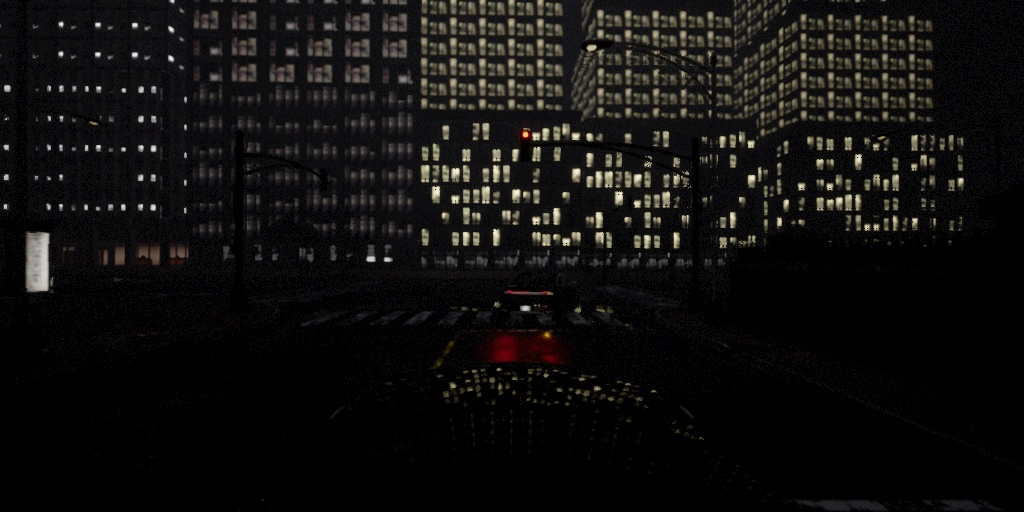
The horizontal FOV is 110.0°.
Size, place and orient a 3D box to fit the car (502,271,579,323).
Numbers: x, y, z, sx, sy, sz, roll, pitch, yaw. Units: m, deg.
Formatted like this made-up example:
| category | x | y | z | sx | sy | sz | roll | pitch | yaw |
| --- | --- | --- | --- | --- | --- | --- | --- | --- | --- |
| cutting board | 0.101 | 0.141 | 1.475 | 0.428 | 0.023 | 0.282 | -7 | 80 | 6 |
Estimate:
| category | x | y | z | sx | sy | sz | roll | pitch | yaw |
| --- | --- | --- | --- | --- | --- | --- | --- | --- | --- |
| car | 1.124 | 1.276 | 12.429 | 2.128 | 1.511 | 4.902 | 0 | 0 | 18 |
